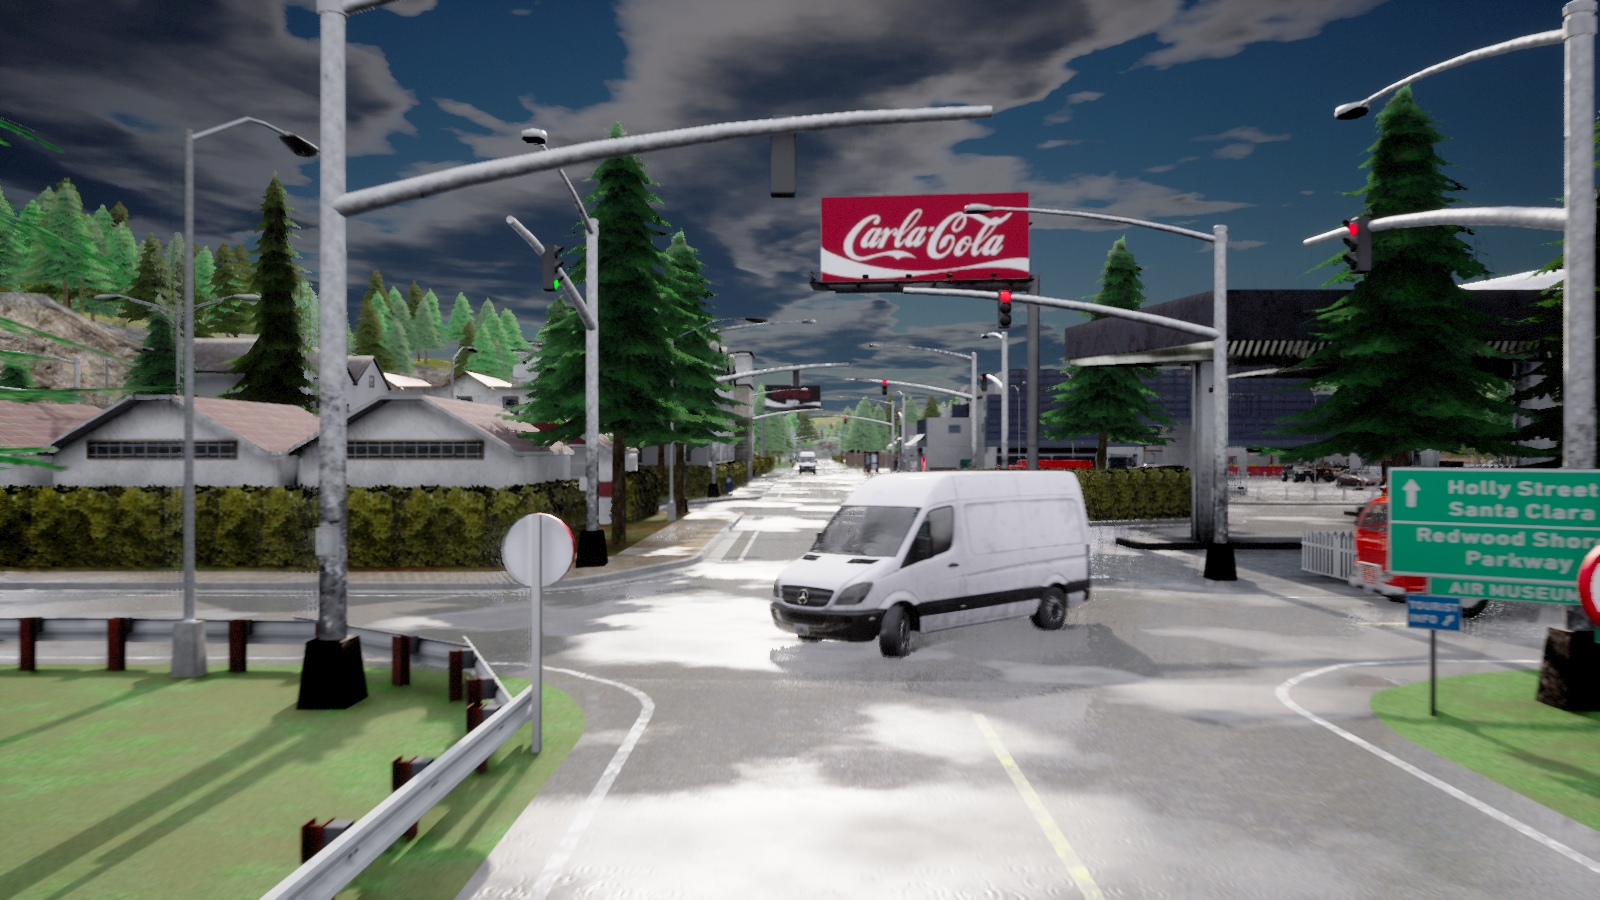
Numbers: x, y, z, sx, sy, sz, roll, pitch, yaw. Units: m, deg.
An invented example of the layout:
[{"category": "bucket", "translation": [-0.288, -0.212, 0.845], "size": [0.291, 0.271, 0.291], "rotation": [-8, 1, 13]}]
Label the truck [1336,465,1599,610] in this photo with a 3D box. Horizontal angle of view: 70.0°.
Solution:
[{"category": "truck", "translation": [13.232, 1.554, 21.340], "size": [5.204, 2.467, 2.627], "rotation": [0, 0, 0]}]

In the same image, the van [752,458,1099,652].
[{"category": "van", "translation": [2.147, 1.424, 17.823], "size": [5.915, 2.561, 1.988], "rotation": [1, -1, -43]}]
